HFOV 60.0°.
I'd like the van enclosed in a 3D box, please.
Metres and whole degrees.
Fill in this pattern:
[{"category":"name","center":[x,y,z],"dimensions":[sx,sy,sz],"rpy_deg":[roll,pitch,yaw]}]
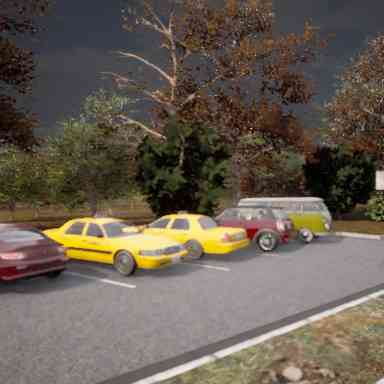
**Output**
[{"category":"van","center":[4.429,1.257,15.782],"dimensions":[4.442,1.987,1.878],"rpy_deg":[-1,-1,33]}]

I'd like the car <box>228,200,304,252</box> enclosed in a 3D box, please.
[{"category":"car","center":[1.994,1.361,14.040],"dimensions":[4.553,1.767,2.185],"rpy_deg":[-1,0,33]}]

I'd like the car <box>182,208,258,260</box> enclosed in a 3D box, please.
[{"category":"car","center":[-0.563,1.490,12.394],"dimensions":[5.366,1.575,1.946],"rpy_deg":[-1,0,34]}]

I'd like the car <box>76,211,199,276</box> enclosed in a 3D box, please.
[{"category":"car","center":[-2.638,1.489,10.439],"dimensions":[5.366,1.575,1.946],"rpy_deg":[-1,-1,34]}]

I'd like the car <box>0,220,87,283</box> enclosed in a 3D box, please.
[{"category":"car","center":[-5.189,1.538,8.794],"dimensions":[4.674,1.452,2.002],"rpy_deg":[-1,-1,34]}]
